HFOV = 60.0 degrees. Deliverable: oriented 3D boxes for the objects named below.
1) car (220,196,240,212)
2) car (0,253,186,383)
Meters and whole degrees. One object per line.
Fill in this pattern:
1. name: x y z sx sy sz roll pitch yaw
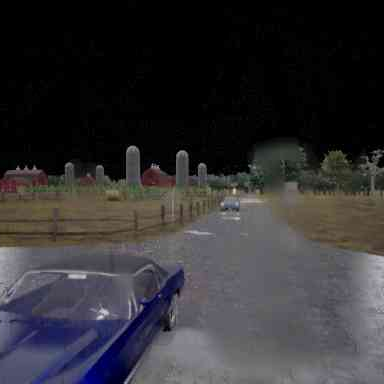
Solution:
1. car: 4.434 1.301 38.006 2.097 1.767 4.553 0 0 10
2. car: -1.412 1.604 4.274 1.895 1.301 4.718 0 0 10
